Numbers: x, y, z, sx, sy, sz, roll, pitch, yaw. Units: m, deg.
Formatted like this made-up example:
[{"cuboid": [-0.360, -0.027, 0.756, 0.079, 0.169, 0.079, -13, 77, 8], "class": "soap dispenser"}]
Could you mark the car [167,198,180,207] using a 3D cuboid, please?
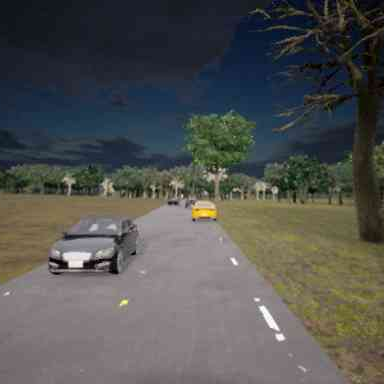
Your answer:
[{"cuboid": [-2.835, 1.575, 51.708, 1.895, 1.301, 4.718, 0, 0, 0], "class": "car"}]

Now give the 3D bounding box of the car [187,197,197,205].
[{"cuboid": [-0.020, 1.583, 61.223, 1.895, 1.301, 4.718, 0, 0, 0], "class": "car"}]

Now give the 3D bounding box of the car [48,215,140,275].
[{"cuboid": [-2.853, 1.511, 10.623, 2.128, 1.511, 4.902, 0, 0, 0], "class": "car"}]

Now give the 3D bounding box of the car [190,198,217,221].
[{"cuboid": [0.953, 1.495, 27.285, 1.882, 1.535, 5.008, 0, 0, 0], "class": "car"}]

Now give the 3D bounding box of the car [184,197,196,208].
[{"cuboid": [-0.007, 1.485, 46.826, 1.837, 1.490, 4.892, 0, 0, 0], "class": "car"}]
